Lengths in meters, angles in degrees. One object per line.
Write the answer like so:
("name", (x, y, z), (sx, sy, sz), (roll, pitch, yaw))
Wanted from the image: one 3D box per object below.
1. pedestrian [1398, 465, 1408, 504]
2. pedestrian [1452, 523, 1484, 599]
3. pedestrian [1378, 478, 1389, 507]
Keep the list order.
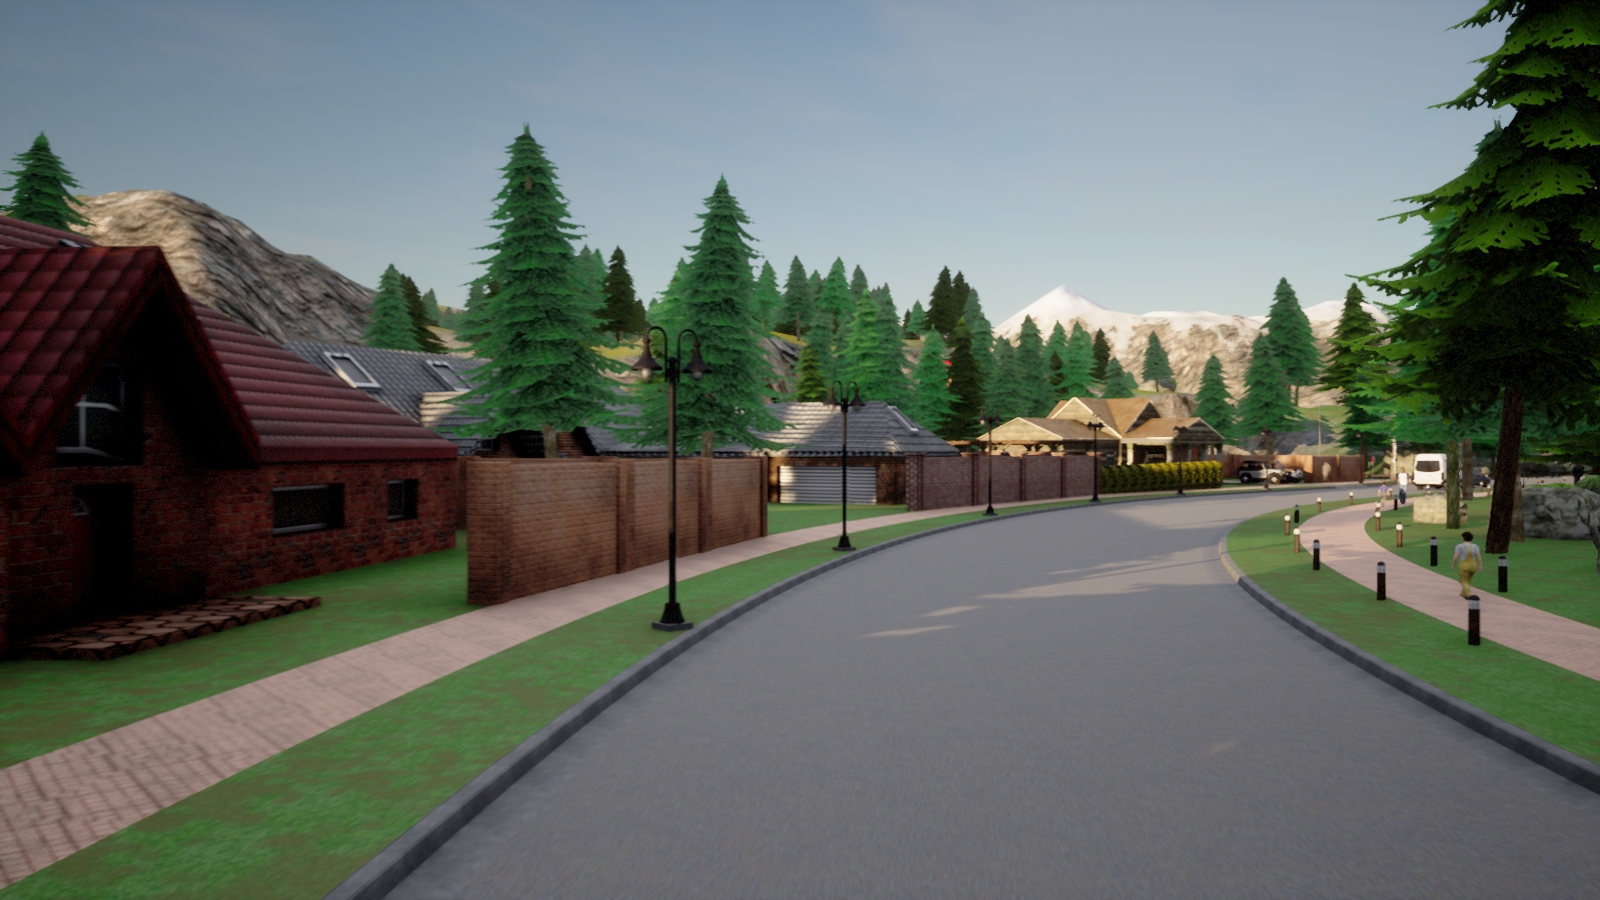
("pedestrian", (29.303, 1.677, 55.516), (0.375, 1.860, 0.375), (0, 0, 39))
("pedestrian", (11.779, 1.948, 20.155), (0.375, 1.300, 0.375), (0, 0, 8))
("pedestrian", (26.948, 1.956, 52.757), (0.375, 1.300, 0.375), (0, 0, 39))
